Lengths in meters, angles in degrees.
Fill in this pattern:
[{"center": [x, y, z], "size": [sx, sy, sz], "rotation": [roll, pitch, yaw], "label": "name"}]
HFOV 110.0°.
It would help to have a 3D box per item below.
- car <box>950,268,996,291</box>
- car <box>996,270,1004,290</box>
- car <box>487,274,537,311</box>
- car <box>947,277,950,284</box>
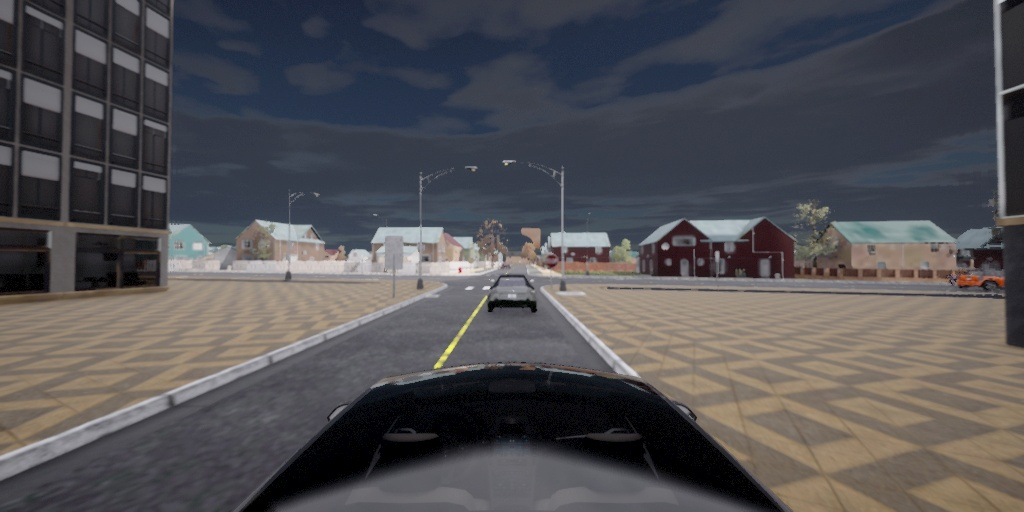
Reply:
[{"center": [39.596, 1.902, 29.140], "size": [4.553, 1.767, 2.097], "rotation": [1, -1, 8], "label": "car"}, {"center": [39.158, 1.838, 25.920], "size": [4.553, 1.767, 2.097], "rotation": [1, -1, 8], "label": "car"}, {"center": [0.012, 1.466, 15.240], "size": [1.994, 1.385, 4.181], "rotation": [0, -1, 0], "label": "car"}, {"center": [45.838, 2.223, 34.902], "size": [5.008, 1.535, 1.882], "rotation": [1, -1, 8], "label": "car"}]
